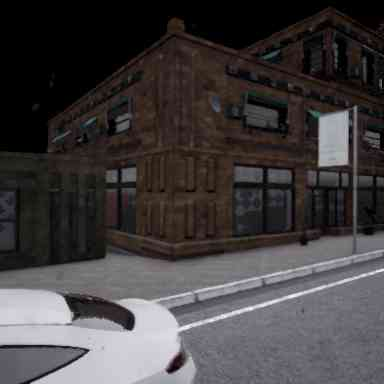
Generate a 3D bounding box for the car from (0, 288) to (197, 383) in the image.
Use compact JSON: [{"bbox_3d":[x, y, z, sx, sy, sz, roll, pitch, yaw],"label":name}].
[{"bbox_3d":[-2.116,1.528,2.176,4.674,1.442,1.812,0,0,-36],"label":"car"}]
